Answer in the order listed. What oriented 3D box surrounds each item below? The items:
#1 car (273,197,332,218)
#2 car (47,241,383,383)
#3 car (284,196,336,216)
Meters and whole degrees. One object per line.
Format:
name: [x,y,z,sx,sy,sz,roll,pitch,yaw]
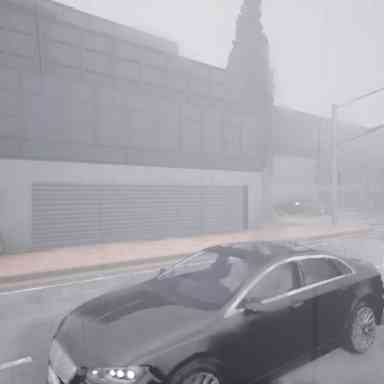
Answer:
car: [9.700,1.489,30.366,2.128,1.511,4.902,0,0,-37]
car: [0.717,1.491,4.504,4.902,1.511,2.128,0,0,-35]
car: [11.789,1.349,33.423,2.097,1.767,4.553,0,0,-37]
